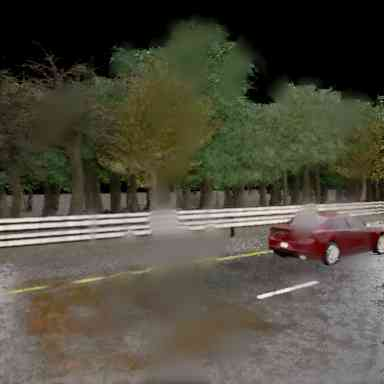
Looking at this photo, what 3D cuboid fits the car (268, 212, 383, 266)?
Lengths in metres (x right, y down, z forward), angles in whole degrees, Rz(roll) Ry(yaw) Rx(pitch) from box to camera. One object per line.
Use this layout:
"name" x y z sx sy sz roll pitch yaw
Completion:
"car" 4.795 1.434 11.443 5.008 1.535 1.882 0 0 -35
